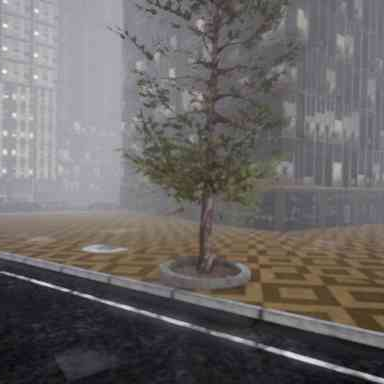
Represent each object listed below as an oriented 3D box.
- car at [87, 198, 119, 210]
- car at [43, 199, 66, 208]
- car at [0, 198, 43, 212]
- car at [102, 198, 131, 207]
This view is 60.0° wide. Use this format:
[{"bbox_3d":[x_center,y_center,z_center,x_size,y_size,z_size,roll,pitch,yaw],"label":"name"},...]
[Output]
[{"bbox_3d":[-13.702,2.020,50.699,4.507,1.381,1.887,1,1,-34],"label":"car"},{"bbox_3d":[-22.827,1.790,54.002,4.403,1.369,2.008,1,1,-34],"label":"car"},{"bbox_3d":[-23.054,1.706,44.294,5.009,1.841,2.192,1,1,-34],"label":"car"},{"bbox_3d":[-13.609,1.848,60.307,4.829,1.417,1.752,1,1,-34],"label":"car"}]
